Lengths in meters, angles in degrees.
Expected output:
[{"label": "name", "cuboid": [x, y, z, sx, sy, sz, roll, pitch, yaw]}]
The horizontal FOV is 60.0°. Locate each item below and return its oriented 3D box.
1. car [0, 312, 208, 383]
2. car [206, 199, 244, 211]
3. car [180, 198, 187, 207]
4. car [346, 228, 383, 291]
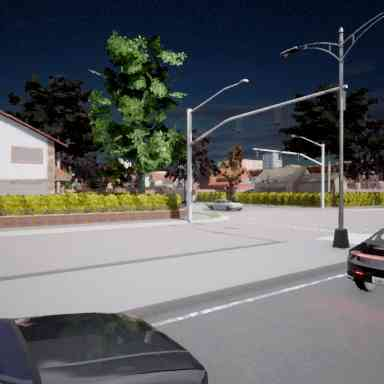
[{"label": "car", "cuboid": [-2.390, 1.543, 2.040, 5.357, 1.411, 2.033, 0, 0, -36]}, {"label": "car", "cuboid": [3.790, 1.505, 38.464, 1.895, 1.301, 4.718, 0, 0, -36]}, {"label": "car", "cuboid": [-2.098, 1.483, 46.632, 1.895, 1.301, 4.718, 0, 0, -36]}, {"label": "car", "cuboid": [5.549, 1.474, 7.694, 4.902, 1.511, 2.128, 0, 0, -35]}]
